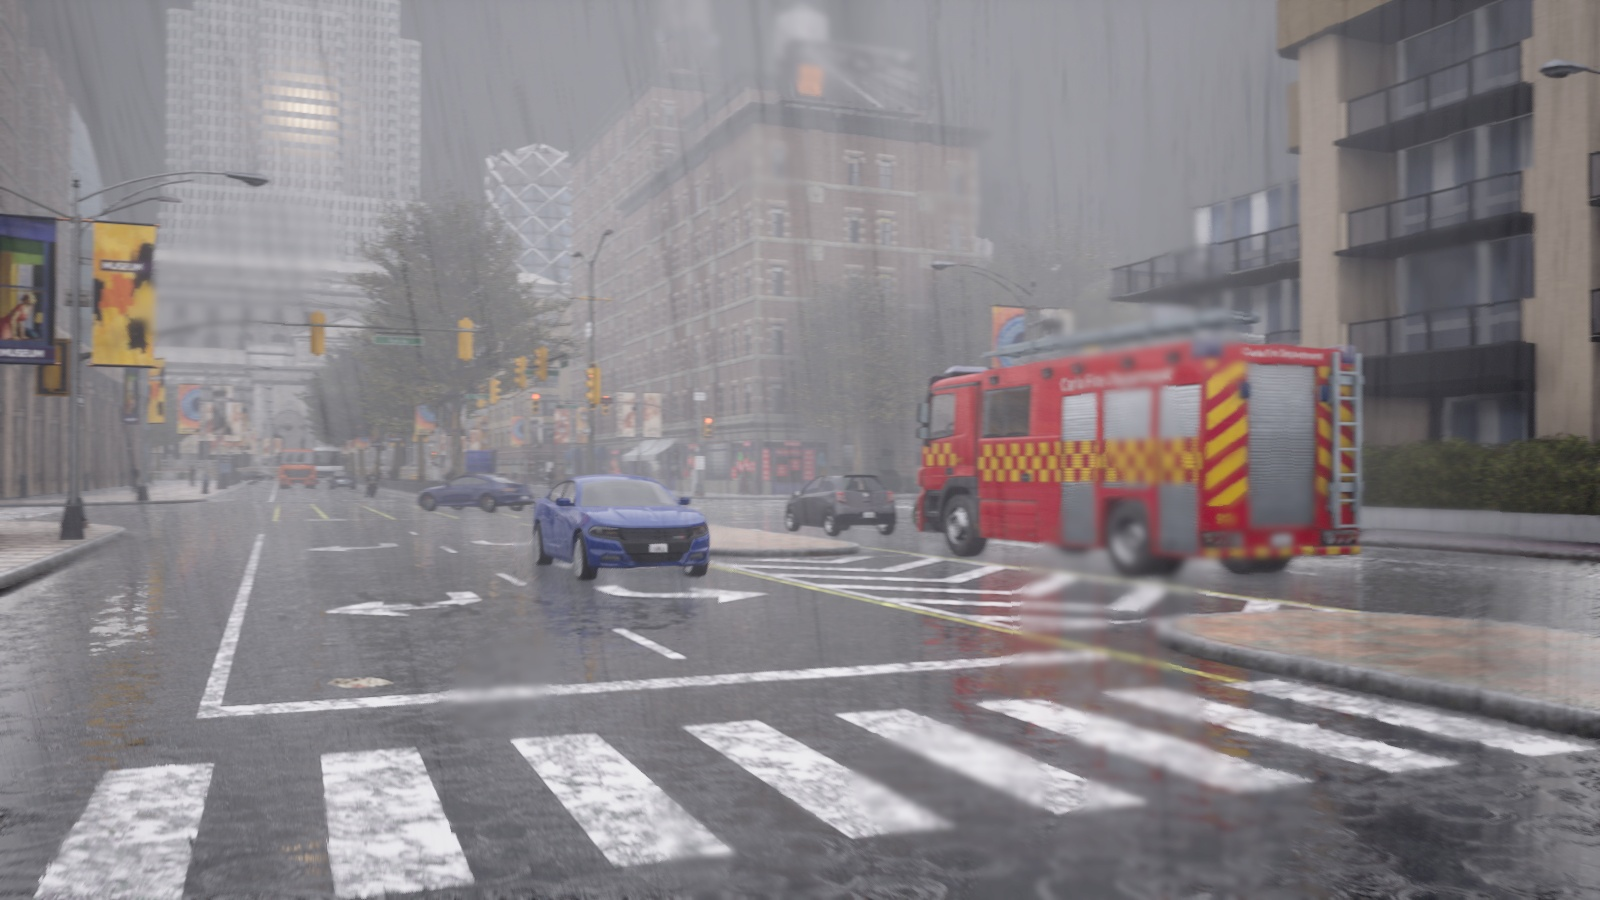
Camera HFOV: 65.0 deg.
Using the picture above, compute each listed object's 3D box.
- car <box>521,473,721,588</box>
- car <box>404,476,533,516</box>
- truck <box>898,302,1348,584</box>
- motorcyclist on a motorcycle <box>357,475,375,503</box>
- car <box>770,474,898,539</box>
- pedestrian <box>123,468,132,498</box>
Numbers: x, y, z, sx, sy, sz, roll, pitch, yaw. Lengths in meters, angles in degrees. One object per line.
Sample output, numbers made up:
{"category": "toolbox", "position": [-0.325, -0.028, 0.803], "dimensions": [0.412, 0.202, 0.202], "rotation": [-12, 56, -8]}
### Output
{"category": "car", "position": [-2.957, 1.142, 19.627], "dimensions": [1.882, 1.535, 5.008], "rotation": [0, -1, -23]}
{"category": "car", "position": [-12.566, 1.723, 47.564], "dimensions": [4.674, 1.442, 1.812], "rotation": [-1, -1, 25]}
{"category": "truck", "position": [4.933, -0.020, 21.502], "dimensions": [2.891, 3.827, 8.468], "rotation": [0, -1, -23]}
{"category": "motorcyclist on a motorcycle", "position": [-25.008, 2.231, 72.353], "dimensions": [0.866, 1.530, 2.191], "rotation": [0, -1, -21]}
{"category": "car", "position": [0.786, 1.352, 31.391], "dimensions": [1.845, 1.501, 3.633], "rotation": [0, -1, -23]}
{"category": "pedestrian", "position": [-43.366, 2.119, 80.969], "dimensions": [0.402, 1.930, 0.666], "rotation": [0, -1, -23]}
